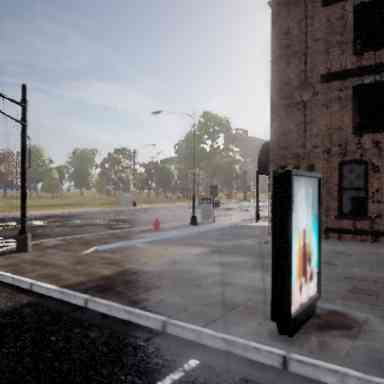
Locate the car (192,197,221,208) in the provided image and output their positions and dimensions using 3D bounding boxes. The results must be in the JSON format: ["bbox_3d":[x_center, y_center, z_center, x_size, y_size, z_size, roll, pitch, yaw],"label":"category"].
[{"bbox_3d":[1.957,1.331,42.343,1.812,1.442,4.674,1,1,36],"label":"car"}]
